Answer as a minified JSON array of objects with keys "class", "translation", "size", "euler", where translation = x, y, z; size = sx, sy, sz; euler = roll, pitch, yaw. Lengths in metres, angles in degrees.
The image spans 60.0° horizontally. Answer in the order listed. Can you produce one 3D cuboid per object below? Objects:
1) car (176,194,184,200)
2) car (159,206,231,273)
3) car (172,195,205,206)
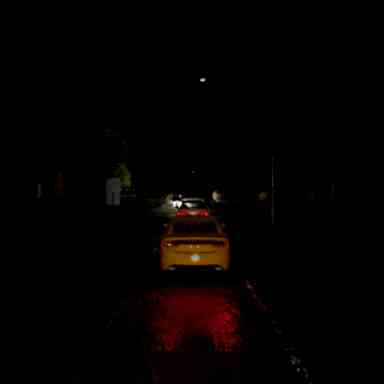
[{"class":"car","translation":[-2.894,1.188,82.085],"size":[1.812,1.442,4.674],"euler":[0,0,0]},{"class":"car","translation":[0.080,1.439,10.541],"size":[1.882,1.535,5.008],"euler":[0,0,0]},{"class":"car","translation":[0.015,1.275,21.019],"size":[2.097,1.767,4.553],"euler":[0,0,-1]}]
